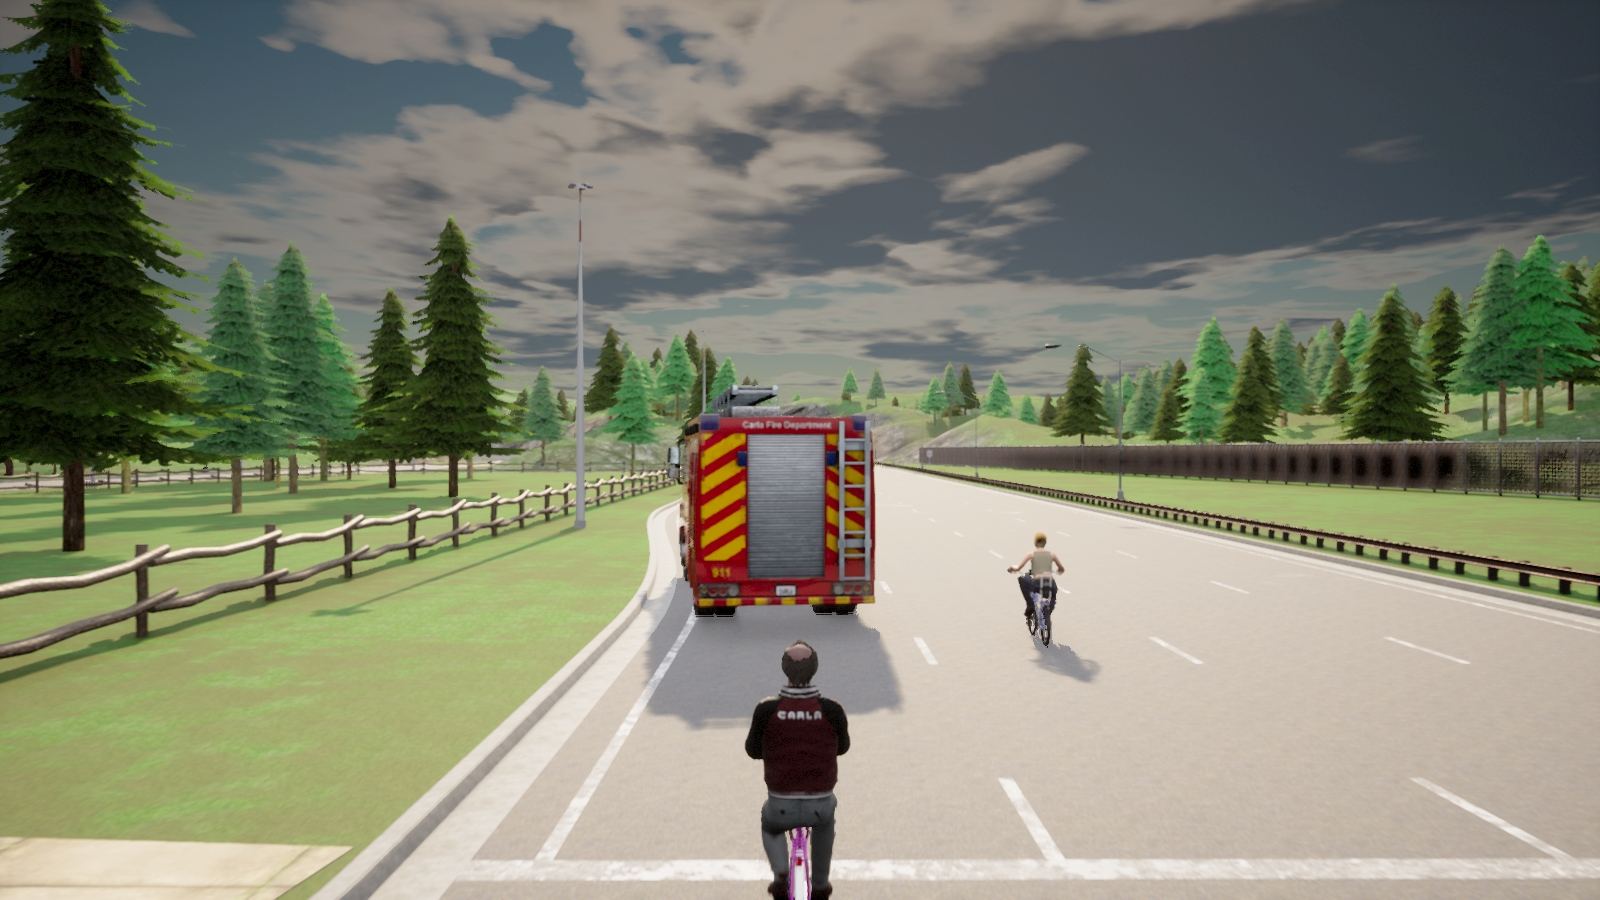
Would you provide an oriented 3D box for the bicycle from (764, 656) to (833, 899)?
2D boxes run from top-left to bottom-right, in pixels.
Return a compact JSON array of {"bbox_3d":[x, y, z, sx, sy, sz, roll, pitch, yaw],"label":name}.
[{"bbox_3d":[-0.007,2.058,6.398,0.329,1.471,1.835,0,0,0],"label":"bicycle"}]

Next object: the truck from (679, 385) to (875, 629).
[{"bbox_3d":[-0.797,0.883,22.292,2.891,3.827,8.468,0,0,-8],"label":"truck"}]

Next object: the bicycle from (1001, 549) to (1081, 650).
[{"bbox_3d":[3.484,2.152,16.667,0.859,1.277,1.487,0,0,0],"label":"bicycle"}]
